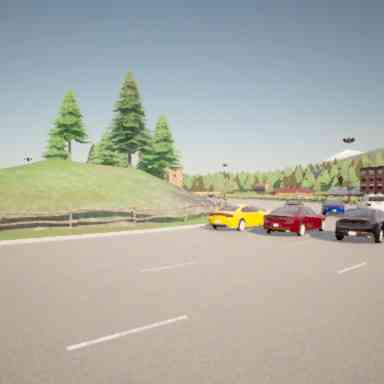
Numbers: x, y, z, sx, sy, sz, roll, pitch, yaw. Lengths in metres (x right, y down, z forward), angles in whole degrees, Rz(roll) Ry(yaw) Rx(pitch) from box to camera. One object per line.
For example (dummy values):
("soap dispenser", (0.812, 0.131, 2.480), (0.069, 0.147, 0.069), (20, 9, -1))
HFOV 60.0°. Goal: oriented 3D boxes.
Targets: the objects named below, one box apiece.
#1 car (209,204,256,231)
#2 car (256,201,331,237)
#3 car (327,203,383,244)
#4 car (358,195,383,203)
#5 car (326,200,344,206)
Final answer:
("car", (3.068, 1.484, 20.579), (1.882, 1.535, 5.008), (0, 0, 40))
("car", (5.739, 1.484, 18.318), (1.882, 1.535, 5.008), (0, 0, 40))
("car", (8.411, 1.516, 16.057), (1.837, 1.490, 4.892), (0, 0, 40))
("car", (16.764, 1.257, 30.707), (2.150, 2.045, 5.566), (0, 0, 19))
("car", (13.449, 1.484, 31.828), (1.882, 1.535, 5.008), (0, 0, 19))
